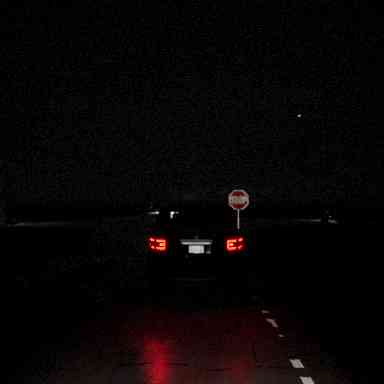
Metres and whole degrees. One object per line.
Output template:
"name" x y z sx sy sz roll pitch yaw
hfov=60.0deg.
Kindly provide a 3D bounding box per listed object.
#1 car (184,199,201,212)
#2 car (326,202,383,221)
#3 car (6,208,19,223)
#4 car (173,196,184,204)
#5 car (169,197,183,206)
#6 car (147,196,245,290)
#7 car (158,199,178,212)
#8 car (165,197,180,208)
"car" 0.089 1.590 40.592 1.994 1.385 4.181 0 0 0
"car" 13.664 1.539 26.617 5.357 1.411 2.033 0 -1 -1
"car" -14.895 1.420 23.638 4.553 1.767 2.097 0 -1 -3
"car" -2.761 1.599 69.177 2.033 1.411 5.357 0 0 0
"car" -2.788 1.592 58.686 2.033 1.411 5.357 0 0 1
"car" 0.098 1.225 9.238 2.150 2.045 5.566 0 0 0
"car" -2.839 1.590 40.091 1.994 1.385 4.181 0 0 0
"car" -2.835 1.513 48.923 1.882 1.535 5.008 0 0 0
